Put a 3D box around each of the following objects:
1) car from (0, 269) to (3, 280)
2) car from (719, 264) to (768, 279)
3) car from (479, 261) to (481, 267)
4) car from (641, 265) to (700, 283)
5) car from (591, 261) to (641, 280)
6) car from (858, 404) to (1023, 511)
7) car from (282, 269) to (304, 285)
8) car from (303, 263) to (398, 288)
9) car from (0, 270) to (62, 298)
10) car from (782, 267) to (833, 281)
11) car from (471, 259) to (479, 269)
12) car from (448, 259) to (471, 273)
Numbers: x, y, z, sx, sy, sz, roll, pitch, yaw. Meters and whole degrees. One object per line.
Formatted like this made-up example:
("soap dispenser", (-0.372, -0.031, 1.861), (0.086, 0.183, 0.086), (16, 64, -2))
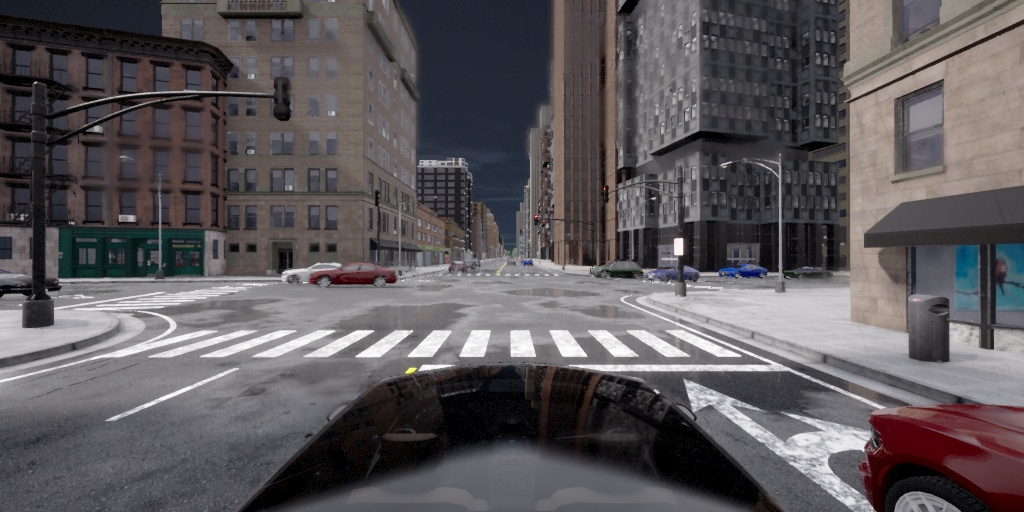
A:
("car", (-21.029, 1.021, 11.451), (5.357, 1.411, 2.033), (1, 0, -13))
("car", (23.616, 1.563, 36.687), (5.008, 1.535, 1.882), (1, -1, -15))
("car", (-6.673, 1.326, 64.625), (1.994, 1.385, 4.181), (0, 0, 0))
("car", (13.627, 1.467, 30.237), (4.674, 1.442, 1.812), (1, -1, -18))
("car", (9.789, 1.283, 33.504), (4.553, 1.767, 2.097), (1, -1, -2))
("car", (3.353, 1.228, 0.399), (1.882, 1.535, 5.008), (0, 0, 0))
("car", (-12.928, 1.172, 24.453), (4.674, 1.442, 1.812), (1, 0, -19))
("car", (-9.665, 1.163, 22.152), (5.008, 1.535, 1.882), (2, -2, -19))
("car", (-22.317, 1.032, 14.441), (5.357, 1.411, 2.033), (1, 0, -16))
("car", (28.328, 1.717, 34.618), (4.718, 1.301, 1.895), (1, 0, -15))
("car", (-6.683, 1.252, 54.663), (2.128, 1.511, 4.902), (0, 0, 0))
("car", (-6.672, 1.284, 44.703), (1.812, 1.442, 4.674), (0, 0, 0))
